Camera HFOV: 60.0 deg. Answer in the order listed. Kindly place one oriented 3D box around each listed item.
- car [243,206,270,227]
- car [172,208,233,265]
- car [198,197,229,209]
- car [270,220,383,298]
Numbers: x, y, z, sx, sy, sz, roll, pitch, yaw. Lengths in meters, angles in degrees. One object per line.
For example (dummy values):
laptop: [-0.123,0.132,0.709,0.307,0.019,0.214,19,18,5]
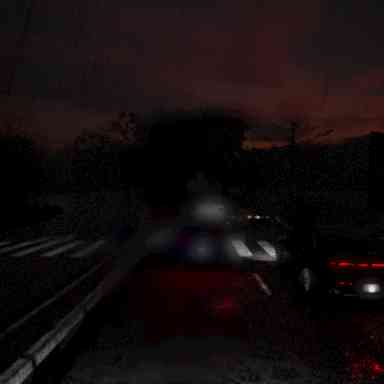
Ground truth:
car: [4.812,1.724,24.947,2.033,1.411,5.357,1,0,8]
car: [0.420,1.573,12.166,1.882,1.535,5.008,0,0,3]
car: [1.679,1.365,25.976,2.150,2.045,5.566,1,1,8]
car: [3.506,1.586,8.716,1.837,1.490,4.892,0,0,3]
